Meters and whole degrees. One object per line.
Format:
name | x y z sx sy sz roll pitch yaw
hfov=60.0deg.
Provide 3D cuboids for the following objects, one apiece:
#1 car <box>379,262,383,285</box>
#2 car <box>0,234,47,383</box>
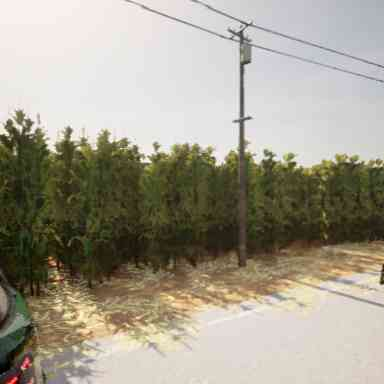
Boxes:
car | 6.184 1.545 7.572 4.181 1.385 1.994 0 0 -32
car | -3.467 1.225 1.061 5.566 2.045 2.150 0 0 -35
